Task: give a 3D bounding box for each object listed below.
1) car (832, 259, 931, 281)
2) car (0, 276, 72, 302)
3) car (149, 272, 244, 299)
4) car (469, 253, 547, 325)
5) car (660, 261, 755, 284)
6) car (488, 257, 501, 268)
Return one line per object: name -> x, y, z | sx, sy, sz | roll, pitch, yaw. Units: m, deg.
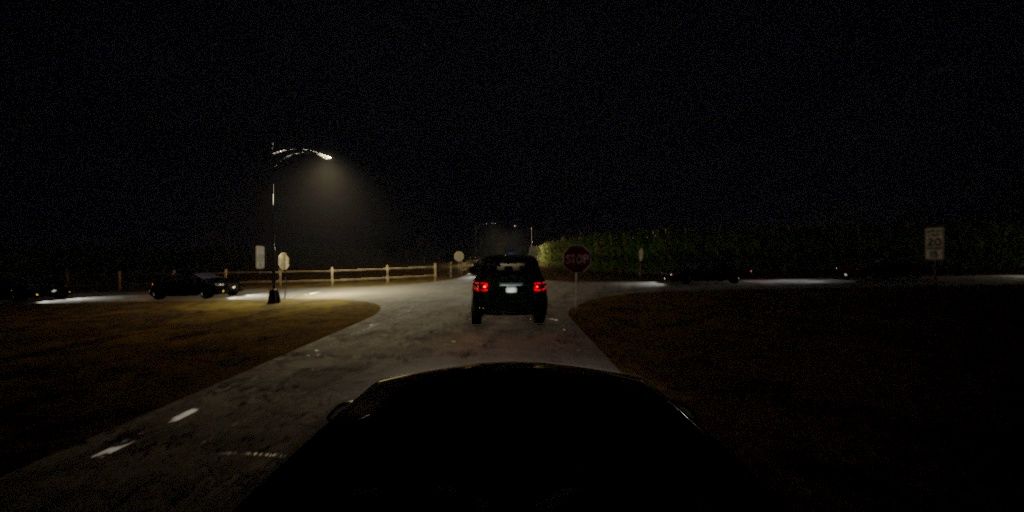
car -> 23.824, 0.862, 23.255 | 4.718, 1.301, 1.895 | -1, 0, 0
car -> -27.646, 1.805, 20.081 | 4.181, 1.385, 1.994 | -1, 0, 0
car -> -17.604, 1.613, 20.129 | 4.181, 1.385, 1.994 | -1, 0, 0
car -> -0.244, 0.977, 12.079 | 2.150, 2.045, 5.566 | 0, 0, -5
car -> 12.559, 1.020, 23.240 | 5.357, 1.411, 2.033 | -1, 0, 1
car -> -2.790, 1.008, 57.699 | 1.812, 1.442, 4.674 | 0, 1, 0
